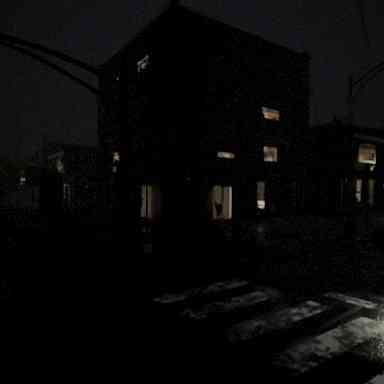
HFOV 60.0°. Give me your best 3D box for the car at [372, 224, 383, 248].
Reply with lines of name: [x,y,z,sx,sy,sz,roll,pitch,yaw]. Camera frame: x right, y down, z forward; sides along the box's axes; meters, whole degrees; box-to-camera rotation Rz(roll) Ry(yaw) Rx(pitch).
car: [8.675,1.435,12.824,4.507,1.381,1.887,-1,1,-35]
